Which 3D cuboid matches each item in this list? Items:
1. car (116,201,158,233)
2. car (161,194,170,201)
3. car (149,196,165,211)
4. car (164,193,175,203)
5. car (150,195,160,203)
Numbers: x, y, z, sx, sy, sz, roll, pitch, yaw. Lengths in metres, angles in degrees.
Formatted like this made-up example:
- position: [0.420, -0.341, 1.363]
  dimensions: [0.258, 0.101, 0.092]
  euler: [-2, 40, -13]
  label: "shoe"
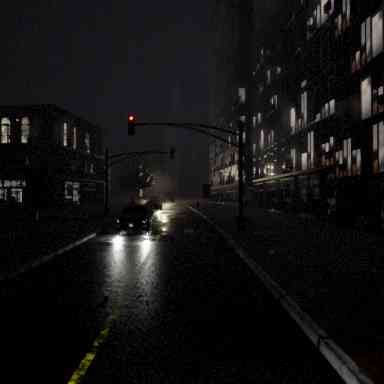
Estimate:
- position: [-3.302, 1.505, 19.871]
  dimensions: [1.837, 1.490, 4.892]
  euler: [0, 0, -2]
  label: "car"
- position: [-6.418, 1.335, 79.403]
  dimensions: [1.812, 1.442, 4.674]
  euler: [0, 0, -10]
  label: "car"
- position: [-4.572, 1.556, 40.444]
  dimensions: [1.994, 1.385, 4.181]
  euler: [0, 0, -4]
  label: "car"
- position: [-4.869, 1.208, 69.136]
  dimensions: [2.150, 2.045, 5.566]
  euler: [0, 0, -8]
  label: "car"
- position: [-7.906, 1.468, 70.936]
  dimensions: [1.837, 1.490, 4.892]
  euler: [0, 0, -8]
  label: "car"
